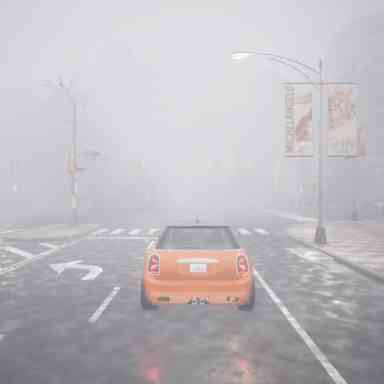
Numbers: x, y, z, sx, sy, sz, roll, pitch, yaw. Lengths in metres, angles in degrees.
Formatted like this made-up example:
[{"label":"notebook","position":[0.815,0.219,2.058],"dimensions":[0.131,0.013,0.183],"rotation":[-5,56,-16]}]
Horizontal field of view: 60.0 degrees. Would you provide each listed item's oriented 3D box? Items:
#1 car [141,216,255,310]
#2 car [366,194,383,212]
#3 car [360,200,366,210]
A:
[{"label":"car","position":[0.111,1.352,7.957],"dimensions":[2.097,1.767,4.553],"rotation":[0,0,0]},{"label":"car","position":[22.078,1.352,36.239],"dimensions":[4.553,1.767,2.097],"rotation":[0,0,1]},{"label":"car","position":[23.205,1.221,39.735],"dimensions":[5.566,2.045,2.150],"rotation":[0,0,1]}]
